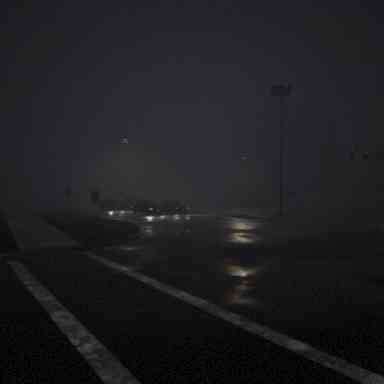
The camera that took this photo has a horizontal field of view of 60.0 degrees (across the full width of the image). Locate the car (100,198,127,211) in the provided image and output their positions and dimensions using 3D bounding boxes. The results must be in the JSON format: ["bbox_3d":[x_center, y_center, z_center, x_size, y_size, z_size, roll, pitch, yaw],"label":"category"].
[{"bbox_3d":[-10.679,1.650,43.899,1.837,1.490,4.892,1,0,-35],"label":"car"}]

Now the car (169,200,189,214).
[{"bbox_3d":[-2.236,1.680,37.862,1.837,1.490,4.892,1,0,-35],"label":"car"}]

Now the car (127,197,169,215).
[{"bbox_3d":[-4.808,1.649,35.422,1.837,1.490,4.892,1,0,-35],"label":"car"}]
